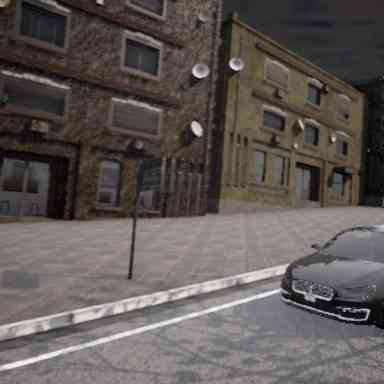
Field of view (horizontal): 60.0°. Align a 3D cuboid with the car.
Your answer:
[{"bbox_3d":[3.882,1.506,6.984,4.892,1.490,1.837,0,0,-37],"label":"car"}]
